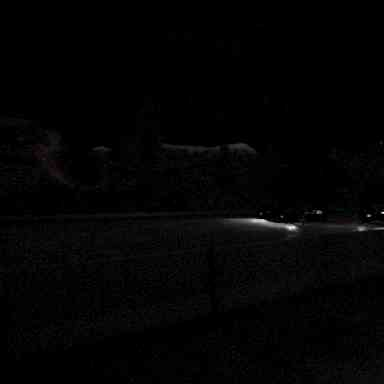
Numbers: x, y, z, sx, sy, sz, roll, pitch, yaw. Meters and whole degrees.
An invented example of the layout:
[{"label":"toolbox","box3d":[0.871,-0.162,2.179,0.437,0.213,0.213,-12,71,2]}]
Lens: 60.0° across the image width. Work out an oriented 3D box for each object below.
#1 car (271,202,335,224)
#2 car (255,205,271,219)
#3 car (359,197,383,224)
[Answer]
[{"label":"car","box3d":[8.678,1.567,25.203,4.892,1.490,1.837,0,0,-27]},{"label":"car","box3d":[7.511,1.624,28.523,4.181,1.385,1.994,0,0,-27]},{"label":"car","box3d":[14.815,1.310,24.357,5.566,2.045,2.150,0,0,-25]}]
